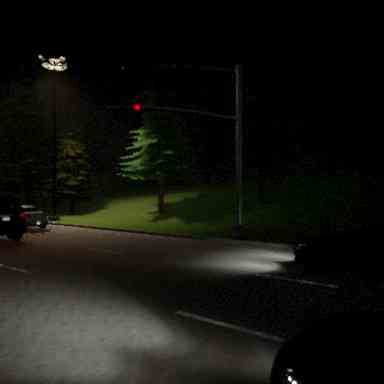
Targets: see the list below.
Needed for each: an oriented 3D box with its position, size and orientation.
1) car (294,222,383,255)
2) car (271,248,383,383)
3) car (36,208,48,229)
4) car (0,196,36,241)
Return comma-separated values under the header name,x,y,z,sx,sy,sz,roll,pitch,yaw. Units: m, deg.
name,x,y,z,sx,sy,sz,roll,pitch,yaw
car,5.165,1.525,8.908,4.674,1.442,1.812,0,0,36
car,2.896,1.492,1.926,4.902,1.511,2.128,0,0,35
car,-10.534,1.509,20.089,4.674,1.442,1.812,0,0,35
car,-9.858,1.208,15.324,5.566,2.045,2.150,0,0,36
